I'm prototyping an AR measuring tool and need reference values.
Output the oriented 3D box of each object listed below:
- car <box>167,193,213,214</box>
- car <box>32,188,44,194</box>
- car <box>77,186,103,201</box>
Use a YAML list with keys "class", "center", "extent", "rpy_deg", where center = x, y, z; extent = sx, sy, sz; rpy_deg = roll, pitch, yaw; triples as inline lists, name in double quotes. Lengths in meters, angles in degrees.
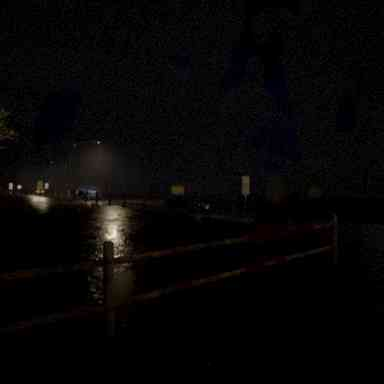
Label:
- class: "car"
  center: [-0.287, 0.850, 26.594]
  extent: [2.128, 1.511, 4.902]
  rpy_deg: [0, 1, -36]
- class: "car"
  center: [-38.777, -0.158, 84.950]
  extent: [1.882, 1.535, 5.008]
  rpy_deg: [0, 0, -33]
- class: "car"
  center: [-14.227, 0.155, 46.135]
  extent: [2.150, 2.045, 5.566]
  rpy_deg: [0, 1, -35]
